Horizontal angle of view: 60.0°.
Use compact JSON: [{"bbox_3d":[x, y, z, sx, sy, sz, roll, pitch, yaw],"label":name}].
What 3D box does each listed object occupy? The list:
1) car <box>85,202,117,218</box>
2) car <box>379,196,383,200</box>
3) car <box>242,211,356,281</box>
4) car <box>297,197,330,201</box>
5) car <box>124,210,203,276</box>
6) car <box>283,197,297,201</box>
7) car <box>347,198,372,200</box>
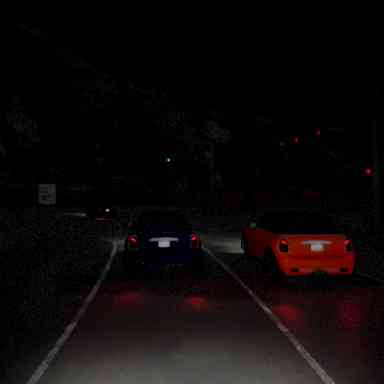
[{"bbox_3d":[-8.586,1.588,31.166,1.994,1.385,4.181,0,0,-33],"label":"car"},{"bbox_3d":[33.993,1.413,60.142,5.008,1.535,1.882,0,0,-11],"label":"car"},{"bbox_3d":[2.892,1.346,10.037,2.097,1.767,4.553,0,0,-2],"label":"car"},{"bbox_3d":[20.043,1.488,53.840,4.674,1.442,1.812,0,0,-11],"label":"car"},{"bbox_3d":[-0.997,1.356,10.617,2.097,1.767,4.553,0,0,-8],"label":"car"},{"bbox_3d":[18.237,1.514,57.040,5.357,1.411,2.033,0,0,-11],"label":"car"},{"bbox_3d":[22.951,1.520,47.300,4.181,1.385,1.994,0,0,-11],"label":"car"}]
